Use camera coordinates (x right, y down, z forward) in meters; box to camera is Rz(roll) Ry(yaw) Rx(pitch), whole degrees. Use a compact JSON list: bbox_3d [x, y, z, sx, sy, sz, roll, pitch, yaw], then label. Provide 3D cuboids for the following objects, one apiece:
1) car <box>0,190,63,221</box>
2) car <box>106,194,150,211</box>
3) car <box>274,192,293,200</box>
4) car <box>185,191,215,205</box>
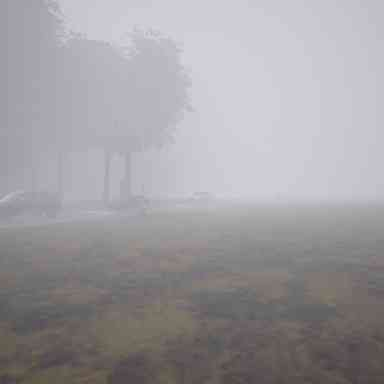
[{"bbox_3d":[-12.317,0.923,24.568,2.150,2.045,5.566,1,2,34],"label":"car"},{"bbox_3d":[-6.253,1.021,33.035,1.837,1.490,4.892,1,2,36],"label":"car"},{"bbox_3d":[16.530,0.670,59.667,1.895,1.301,4.718,1,1,36],"label":"car"},{"bbox_3d":[1.073,0.668,43.194,2.097,1.767,4.553,1,1,36],"label":"car"}]
